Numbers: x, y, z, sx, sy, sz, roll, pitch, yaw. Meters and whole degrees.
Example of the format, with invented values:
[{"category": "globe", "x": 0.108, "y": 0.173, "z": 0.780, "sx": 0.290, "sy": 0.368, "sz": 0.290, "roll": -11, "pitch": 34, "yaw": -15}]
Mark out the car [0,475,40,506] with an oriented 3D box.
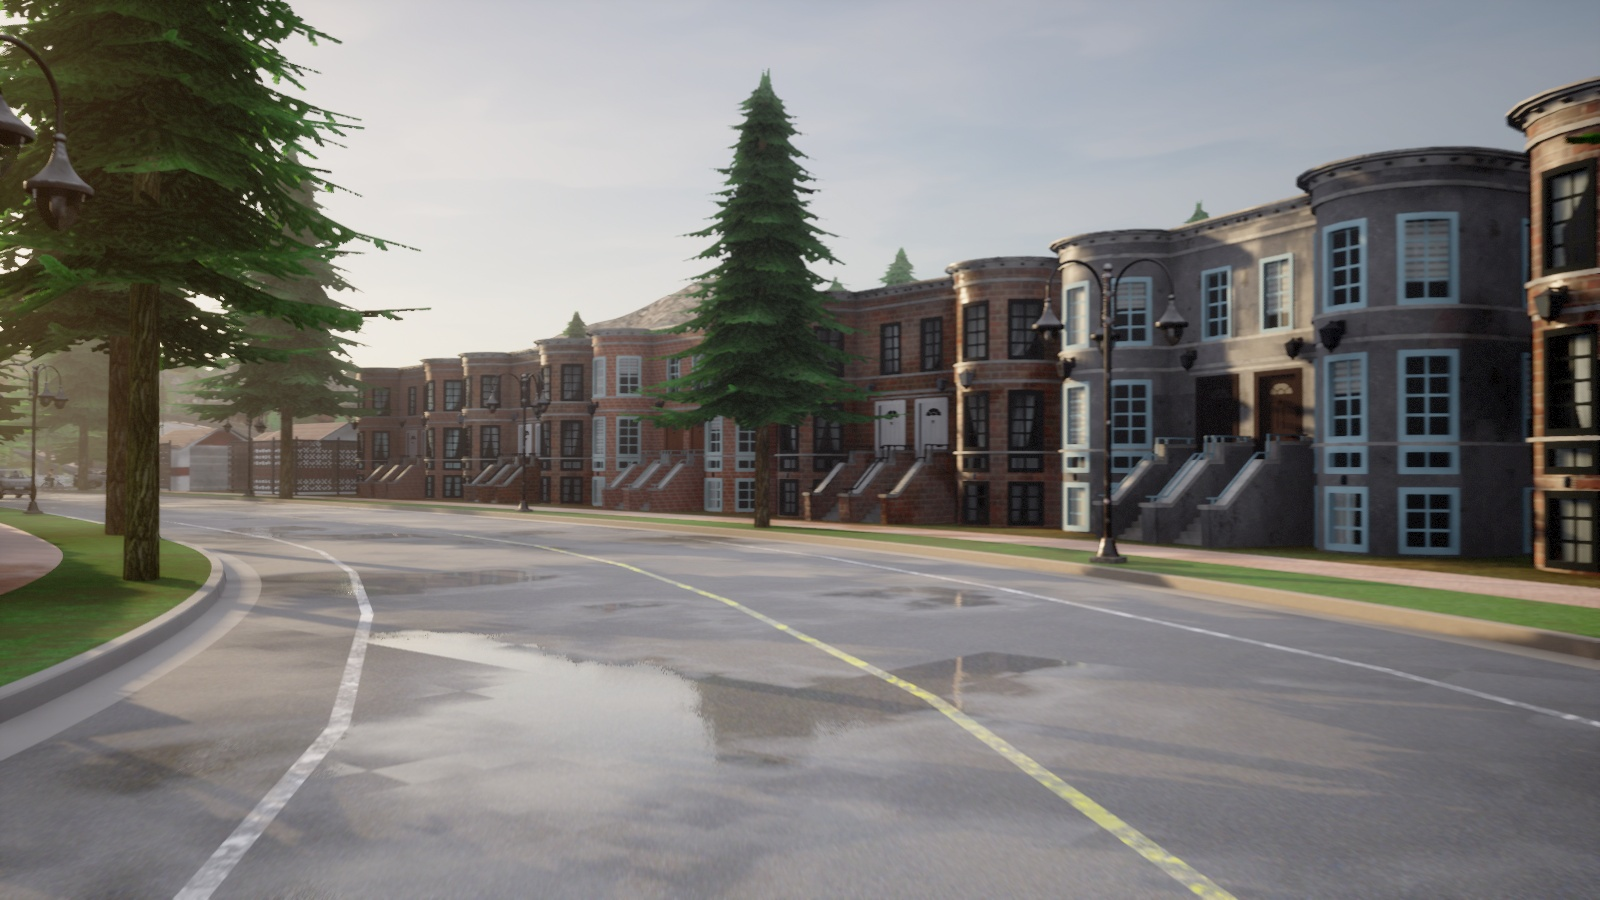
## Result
[{"category": "car", "x": -40.625, "y": 2.075, "z": 64.540, "sx": 3.705, "sy": 1.549, "sz": 1.789, "roll": -1, "pitch": -1, "yaw": 44}]
